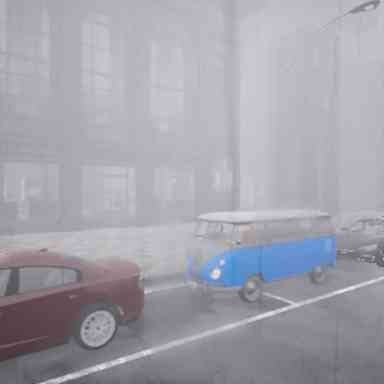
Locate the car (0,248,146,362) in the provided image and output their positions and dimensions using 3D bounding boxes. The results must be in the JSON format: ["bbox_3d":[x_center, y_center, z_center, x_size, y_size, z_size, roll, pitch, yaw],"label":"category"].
[{"bbox_3d":[-2.851,1.544,4.614,4.507,1.381,1.887,0,0,-36],"label":"car"}]

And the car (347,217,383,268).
[{"bbox_3d":[6.296,1.537,11.141,4.403,1.369,2.008,0,0,-36],"label":"car"}]

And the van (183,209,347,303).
[{"bbox_3d":[1.723,1.334,7.877,3.998,1.788,1.690,0,0,-36],"label":"van"}]
